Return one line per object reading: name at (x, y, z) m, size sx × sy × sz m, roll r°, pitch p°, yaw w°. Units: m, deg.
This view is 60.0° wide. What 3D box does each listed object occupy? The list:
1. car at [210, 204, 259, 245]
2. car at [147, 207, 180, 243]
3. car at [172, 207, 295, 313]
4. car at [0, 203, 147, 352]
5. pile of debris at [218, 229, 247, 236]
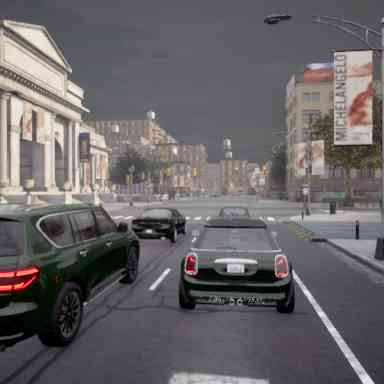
car at (2.136, 1.485, 16.752) m, size 2.128 × 1.511 × 4.902 m, roll 0°, pitch 0°, yaw 7°
car at (-1.459, 1.474, 16.207) m, size 1.882 × 1.535 × 5.008 m, roll 0°, pitch 0°, yaw 7°
car at (1.009, 1.350, 7.903) m, size 2.097 × 1.767 × 4.553 m, roll 0°, pitch 0°, yaw 7°
car at (-2.671, 1.220, 6.533) m, size 2.150 × 2.045 × 5.566 m, roll 0°, pitch 0°, yaw 6°
pile of debris at (2.192, 2.171, 17.989) m, size 1.500 × 0.140 × 1.860 m, roll 0°, pitch 0°, yaw 8°
